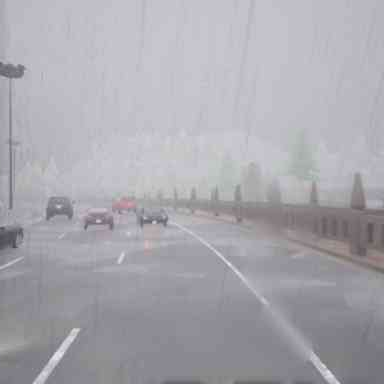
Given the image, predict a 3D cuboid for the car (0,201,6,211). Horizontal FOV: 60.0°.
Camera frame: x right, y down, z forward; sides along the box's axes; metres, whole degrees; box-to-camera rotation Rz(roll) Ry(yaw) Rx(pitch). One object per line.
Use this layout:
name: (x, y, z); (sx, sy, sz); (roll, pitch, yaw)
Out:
car: (-26.031, 1.893, 44.307); (1.882, 1.535, 5.008); (0, 0, -29)

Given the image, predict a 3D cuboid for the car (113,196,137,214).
car: (-7.958, 1.459, 39.377); (2.150, 2.045, 5.566); (0, 0, -22)

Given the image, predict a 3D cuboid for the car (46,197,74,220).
car: (-12.271, 1.439, 31.042); (2.150, 2.045, 5.566); (0, 0, -19)

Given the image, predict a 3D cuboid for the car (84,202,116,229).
car: (-6.353, 1.660, 22.967); (1.812, 1.442, 4.674); (0, 0, -13)

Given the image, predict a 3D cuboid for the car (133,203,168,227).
car: (-2.974, 1.721, 23.994); (1.895, 1.301, 4.718); (0, 0, -13)

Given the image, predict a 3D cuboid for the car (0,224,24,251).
car: (-7.847, 1.688, 12.089); (1.895, 1.301, 4.718); (0, 0, -7)
